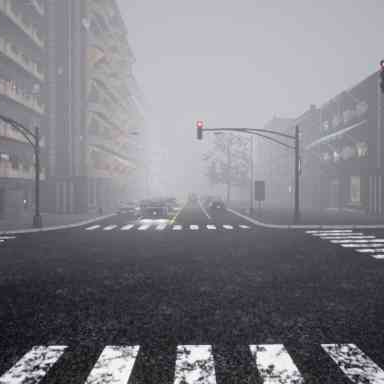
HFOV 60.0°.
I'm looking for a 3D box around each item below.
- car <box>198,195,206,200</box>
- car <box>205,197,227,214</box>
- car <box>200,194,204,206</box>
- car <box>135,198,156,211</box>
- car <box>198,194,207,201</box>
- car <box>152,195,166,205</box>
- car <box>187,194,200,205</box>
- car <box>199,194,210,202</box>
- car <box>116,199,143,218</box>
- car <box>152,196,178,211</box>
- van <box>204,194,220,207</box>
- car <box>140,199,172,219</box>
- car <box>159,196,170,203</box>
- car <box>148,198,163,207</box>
[{"bbox_3d":[2.687,1.495,90.998,1.887,1.381,4.507,0,0,0],"label":"car"},{"bbox_3d":[2.687,1.555,35.663,1.947,1.339,4.313,0,0,0],"label":"car"},{"bbox_3d":[2.686,1.420,52.264,1.967,1.590,4.097,0,0,0],"label":"car"},{"bbox_3d":[-5.693,1.531,41.204,1.887,1.381,4.507,0,0,0],"label":"car"},{"bbox_3d":[2.686,1.396,85.464,1.967,1.590,4.097,0,0,0],"label":"car"},{"bbox_3d":[-5.695,1.417,57.804,1.967,1.590,4.097,0,0,0],"label":"car"},{"bbox_3d":[0.102,1.525,57.508,2.033,1.411,5.357,0,0,1],"label":"car"},{"bbox_3d":[2.685,1.280,74.398,2.192,1.841,5.009,0,0,0],"label":"car"},{"bbox_3d":[-5.694,1.542,30.137,2.008,1.369,4.403,0,0,0],"label":"car"},{"bbox_3d":[-3.099,1.535,38.645,2.033,1.411,5.357,0,0,0],"label":"car"},{"bbox_3d":[2.685,1.327,41.196,1.690,1.788,3.998,0,0,0],"label":"van"},{"bbox_3d":[-3.109,1.556,29.297,1.994,1.385,4.181,0,0,-1],"label":"car"},{"bbox_3d":[-5.693,1.551,68.872,1.802,1.307,4.206,0,0,0],"label":"car"},{"bbox_3d":[-5.693,1.562,52.271,1.802,1.307,4.206,0,0,0],"label":"car"}]
